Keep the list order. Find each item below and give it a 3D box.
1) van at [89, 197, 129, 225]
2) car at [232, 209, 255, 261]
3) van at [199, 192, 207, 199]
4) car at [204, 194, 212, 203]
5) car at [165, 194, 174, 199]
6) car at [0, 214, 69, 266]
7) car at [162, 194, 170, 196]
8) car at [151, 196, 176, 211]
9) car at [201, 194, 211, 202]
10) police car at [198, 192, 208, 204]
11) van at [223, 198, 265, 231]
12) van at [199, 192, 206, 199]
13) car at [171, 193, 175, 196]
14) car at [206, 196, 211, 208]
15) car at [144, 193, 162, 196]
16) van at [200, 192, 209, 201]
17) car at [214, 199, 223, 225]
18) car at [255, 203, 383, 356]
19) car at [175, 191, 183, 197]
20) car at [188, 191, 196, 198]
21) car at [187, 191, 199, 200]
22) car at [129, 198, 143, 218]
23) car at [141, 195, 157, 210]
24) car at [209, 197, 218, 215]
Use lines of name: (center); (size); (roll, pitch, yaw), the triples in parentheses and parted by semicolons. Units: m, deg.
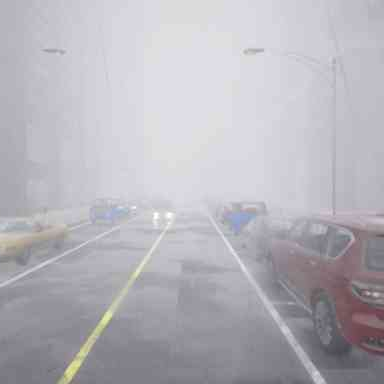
van: (-5.761, 1.220, 22.815); (1.690, 1.788, 3.998); (0, 0, 0)
car: (2.763, 1.489, 11.590); (2.008, 1.369, 4.403); (0, 0, 0)
van: (2.771, 0.924, 84.626); (1.690, 1.788, 3.998); (0, 0, 0)
car: (2.766, 1.316, 39.851); (1.752, 1.417, 4.829); (0, 0, 0)
car: (-5.754, 1.149, 84.621); (1.947, 1.339, 4.313); (0, 0, 0)
car: (-5.762, 1.465, 11.408); (1.752, 1.417, 4.829); (0, 0, 0)
car: (-5.756, 1.250, 62.147); (1.947, 1.339, 4.313); (0, 0, 0)
car: (-3.093, 1.407, 36.874); (1.895, 1.301, 4.718); (0, 0, 0)
car: (2.769, 1.203, 67.773); (1.887, 1.381, 4.507); (0, 0, 0)
police car: (2.372, 1.142, 55.081); (1.930, 1.638, 5.238); (0, 0, 0)
van: (2.764, 1.249, 17.207); (1.690, 1.788, 3.998); (0, 0, 0)
van: (2.771, 0.900, 90.245); (1.690, 1.788, 3.998); (0, 0, 0)
car: (-5.755, 1.174, 79.003); (1.947, 1.339, 4.313); (0, 0, 0)
car: (2.766, 1.371, 34.057); (2.008, 1.369, 4.403); (0, 0, 0)
car: (-5.758, 1.079, 45.289); (2.192, 1.841, 5.009); (0, 0, 0)
van: (2.770, 0.974, 73.390); (1.690, 1.788, 3.998); (0, 0, 0)
car: (2.764, 1.423, 22.826); (1.887, 1.381, 4.507); (0, 0, 0)
car: (2.762, 1.283, 5.970); (2.192, 1.841, 5.009); (0, 0, 0)
car: (-2.991, 0.909, 79.450); (2.033, 1.411, 5.357); (0, 0, 0)
car: (0.011, 0.618, 94.006); (2.150, 2.045, 5.566); (0, 0, 0)
car: (0.009, 1.012, 72.456); (1.812, 1.442, 4.674); (0, 0, 0)
car: (-5.760, 1.400, 28.435); (2.008, 1.369, 4.403); (0, 0, 0)
car: (-5.759, 1.343, 39.672); (2.008, 1.369, 4.403); (0, 0, 0)
car: (2.765, 1.394, 28.445); (1.887, 1.381, 4.507); (0, 0, 0)
